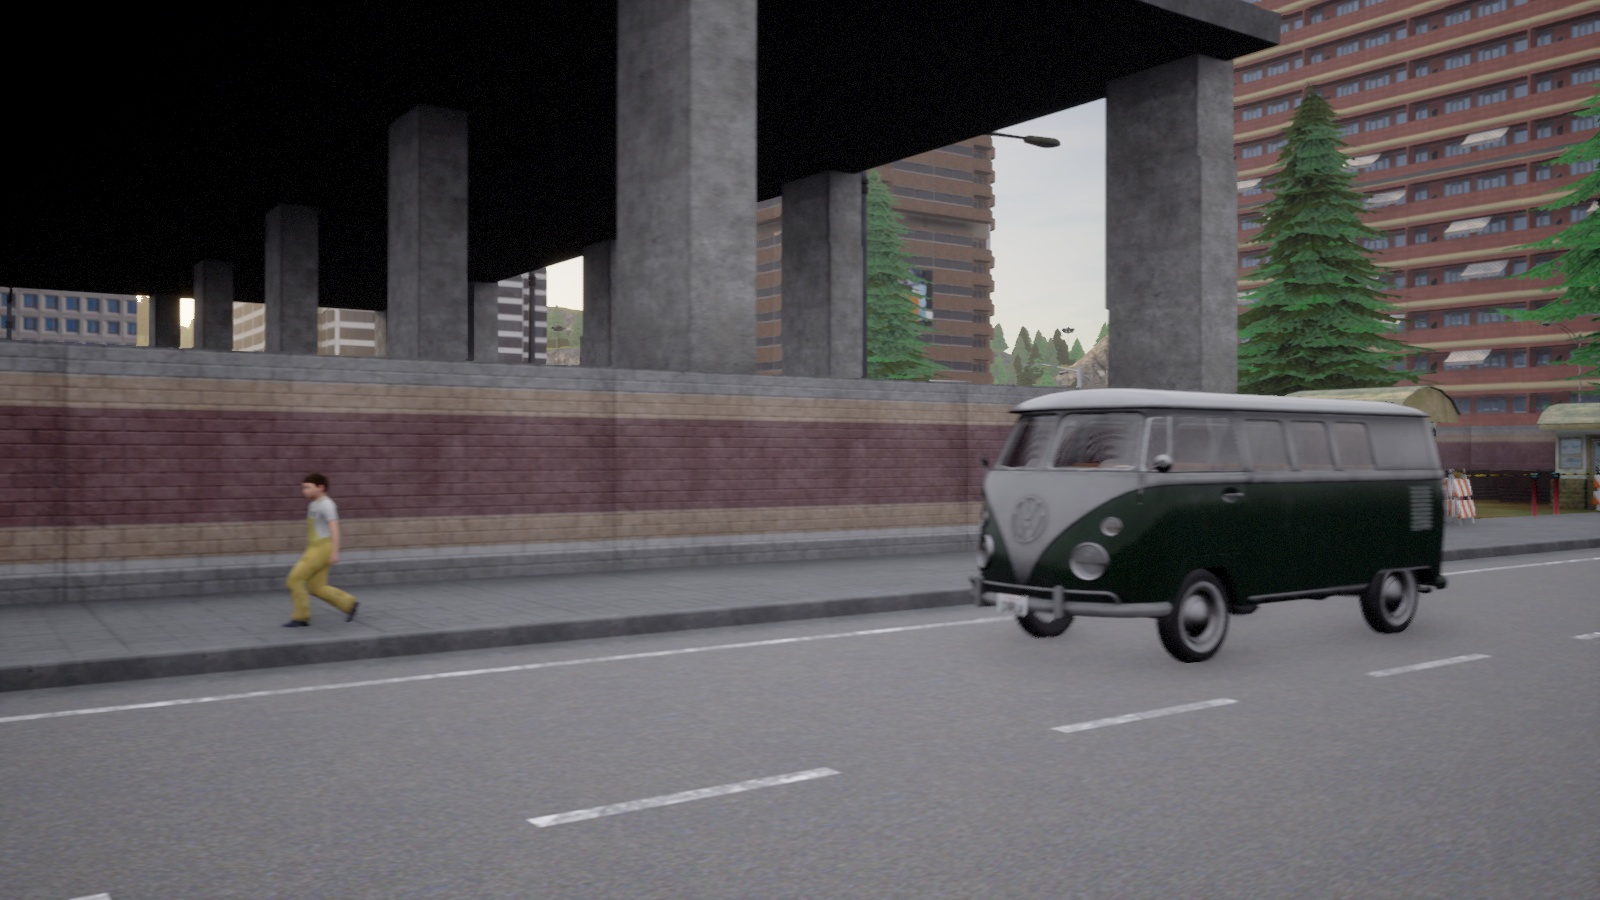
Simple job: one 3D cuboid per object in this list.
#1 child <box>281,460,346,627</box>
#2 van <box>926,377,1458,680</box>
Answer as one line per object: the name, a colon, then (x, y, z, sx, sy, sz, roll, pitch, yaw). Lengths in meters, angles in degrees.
child: (-3.764, 0.711, 9.720, 0.437, 1.263, 0.270, 0, 0, -28)
van: (3.306, 0.516, 10.225, 4.442, 1.987, 1.775, 0, 0, -35)
